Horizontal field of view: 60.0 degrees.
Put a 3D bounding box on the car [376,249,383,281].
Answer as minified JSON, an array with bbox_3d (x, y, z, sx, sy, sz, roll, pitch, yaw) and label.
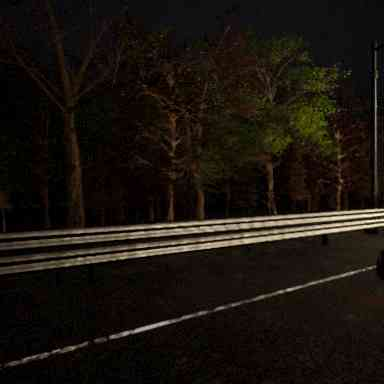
[{"bbox_3d":[6.536,1.555,8.445,4.181,1.385,1.994,0,0,-36],"label":"car"}]
